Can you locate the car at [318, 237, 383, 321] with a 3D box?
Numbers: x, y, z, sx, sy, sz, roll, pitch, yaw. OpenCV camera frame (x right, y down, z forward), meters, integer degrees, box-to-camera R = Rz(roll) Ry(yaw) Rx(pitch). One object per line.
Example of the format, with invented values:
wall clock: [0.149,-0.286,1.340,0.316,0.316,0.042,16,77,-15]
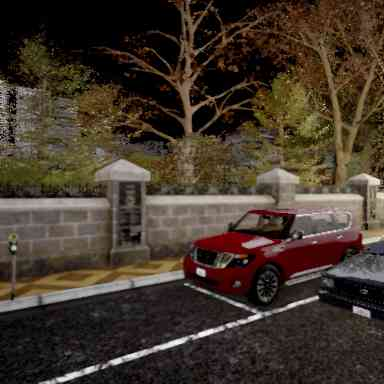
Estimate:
car: [4.870,1.505,6.854,5.357,1.411,2.033,0,0,-36]

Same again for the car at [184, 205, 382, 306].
car: [2.232,1.281,8.140,5.009,1.841,2.192,0,1,-36]
